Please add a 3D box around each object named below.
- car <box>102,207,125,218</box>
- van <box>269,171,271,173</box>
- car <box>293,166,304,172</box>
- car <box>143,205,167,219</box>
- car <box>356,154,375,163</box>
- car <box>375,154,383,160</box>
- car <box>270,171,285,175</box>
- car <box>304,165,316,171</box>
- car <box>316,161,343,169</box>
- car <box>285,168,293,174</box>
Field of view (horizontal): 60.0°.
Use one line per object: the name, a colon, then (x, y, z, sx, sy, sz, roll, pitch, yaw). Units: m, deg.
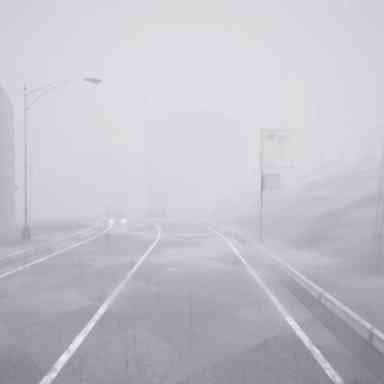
car: (-9.566, 2.475, 40.404, 1.895, 1.301, 4.718, 0, -2, -27)
van: (20.831, -4.358, 84.279, 1.878, 1.987, 4.442, 0, 0, -1)
car: (21.293, -4.142, 62.349, 2.185, 1.767, 4.553, 0, 0, -1)
car: (-4.103, 2.185, 36.771, 1.812, 1.442, 4.674, 0, -2, -20)
car: (21.759, -3.856, 40.245, 2.231, 1.521, 4.892, 0, 0, -1)
car: (21.884, -3.803, 34.726, 2.231, 1.521, 4.892, 0, 1, -1)
car: (20.944, -4.110, 78.883, 2.231, 1.521, 4.892, 0, 0, -1)
car: (21.413, -3.936, 56.675, 2.002, 1.452, 4.674, 0, 0, -1)
car: (21.528, -4.063, 51.182, 2.185, 1.767, 4.553, 0, 0, -1)
car: (21.177, -4.177, 67.869, 2.185, 1.767, 4.553, 0, 0, -1)
